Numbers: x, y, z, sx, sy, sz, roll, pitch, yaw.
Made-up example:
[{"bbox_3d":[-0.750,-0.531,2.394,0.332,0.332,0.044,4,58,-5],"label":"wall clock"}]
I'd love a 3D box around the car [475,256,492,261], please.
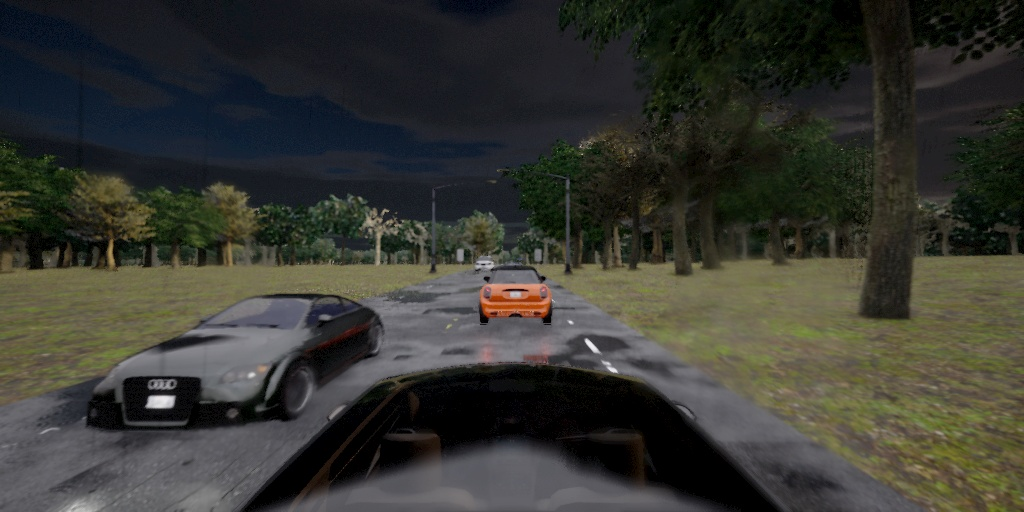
[{"bbox_3d":[-3.584,1.005,47.458,2.150,2.045,5.566,0,0,0],"label":"car"}]

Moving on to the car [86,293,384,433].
[{"bbox_3d":[-3.600,1.304,5.668,1.994,1.385,4.181,0,0,0],"label":"car"}]

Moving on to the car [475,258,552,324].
[{"bbox_3d":[0.099,1.076,12.006,2.097,1.767,4.553,0,0,0],"label":"car"}]

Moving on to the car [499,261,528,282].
[{"bbox_3d":[0.099,1.208,29.129,2.128,1.511,4.902,0,0,0],"label":"car"}]
